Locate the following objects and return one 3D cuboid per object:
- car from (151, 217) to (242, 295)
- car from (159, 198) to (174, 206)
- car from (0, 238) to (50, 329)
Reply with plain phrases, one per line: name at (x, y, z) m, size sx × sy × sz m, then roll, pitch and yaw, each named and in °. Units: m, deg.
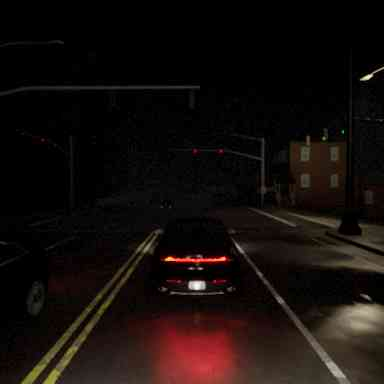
car at (0.086, 1.377, 8.340) m, size 1.837 × 1.490 × 4.892 m, roll 0°, pitch 1°, yaw 0°
car at (-3.671, 1.640, 48.641) m, size 2.033 × 1.411 × 5.357 m, roll 0°, pitch -7°, yaw 0°
car at (-3.579, 1.424, 4.322) m, size 2.128 × 1.511 × 4.902 m, roll 0°, pitch 1°, yaw 0°
